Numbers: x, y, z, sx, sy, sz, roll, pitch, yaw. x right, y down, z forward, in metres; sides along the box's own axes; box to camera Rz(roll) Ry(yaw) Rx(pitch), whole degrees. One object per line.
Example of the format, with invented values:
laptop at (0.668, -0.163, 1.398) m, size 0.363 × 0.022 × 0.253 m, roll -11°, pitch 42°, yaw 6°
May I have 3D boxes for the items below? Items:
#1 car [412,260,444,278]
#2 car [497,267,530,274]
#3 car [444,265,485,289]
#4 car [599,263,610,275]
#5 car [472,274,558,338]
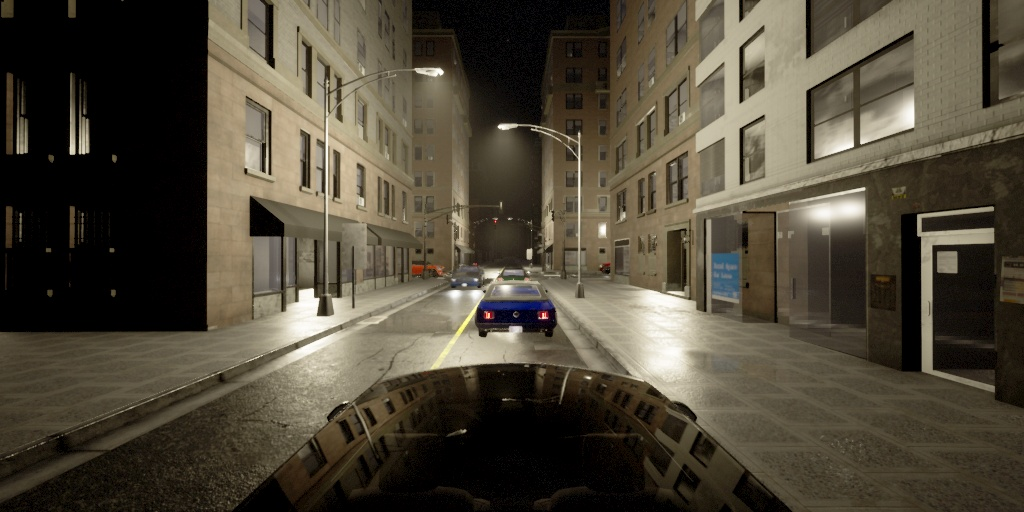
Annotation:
car at (-8.377, 1.120, 33.693) m, size 4.553 × 1.767 × 2.097 m, roll 0°, pitch 0°, yaw 10°
car at (0.086, 1.321, 20.115) m, size 1.994 × 1.385 × 4.181 m, roll 0°, pitch 0°, yaw 0°
car at (-2.765, 1.307, 23.485) m, size 2.033 × 1.411 × 5.357 m, roll 0°, pitch 0°, yaw 0°
car at (12.060, 1.254, 37.495) m, size 5.008 × 1.535 × 1.882 m, roll 0°, pitch 0°, yaw 0°
car at (0.096, 1.352, 10.226) m, size 1.895 × 1.301 × 4.718 m, roll 0°, pitch 0°, yaw 0°
